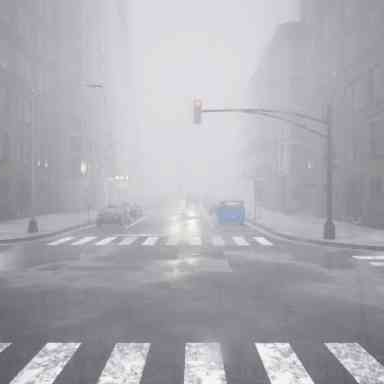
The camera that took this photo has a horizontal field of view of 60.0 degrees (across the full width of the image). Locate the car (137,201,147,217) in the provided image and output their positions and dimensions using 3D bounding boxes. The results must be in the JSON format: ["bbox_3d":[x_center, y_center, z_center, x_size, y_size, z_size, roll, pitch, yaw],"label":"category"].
[{"bbox_3d":[-5.389,1.543,28.837,1.887,1.381,4.507,0,0,0],"label":"car"}]

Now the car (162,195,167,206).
[{"bbox_3d":[-5.388,1.556,51.565,1.947,1.339,4.313,0,0,0],"label":"car"}]

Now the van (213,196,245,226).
[{"bbox_3d":[2.636,1.340,23.164,1.690,1.788,3.998,0,0,0],"label":"van"}]

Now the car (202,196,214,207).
[{"bbox_3d":[2.637,1.576,45.889,1.802,1.307,4.206,0,0,0],"label":"car"}]

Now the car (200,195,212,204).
[{"bbox_3d":[2.636,1.422,62.933,1.967,1.590,4.097,0,0,0],"label":"car"}]

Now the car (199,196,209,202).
[{"bbox_3d":[2.636,1.524,74.295,2.008,1.369,4.403,0,0,0],"label":"car"}]

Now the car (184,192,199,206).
[{"bbox_3d":[0.103,1.208,56.480,2.150,2.045,5.566,0,0,0],"label":"car"}]

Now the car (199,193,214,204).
[{"bbox_3d":[2.637,1.305,51.571,2.192,1.841,5.009,0,0,0],"label":"car"}]

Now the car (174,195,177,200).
[{"bbox_3d":[-5.389,1.409,79.973,1.967,1.590,4.097,0,0,0],"label":"car"}]

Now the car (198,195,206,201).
[{"bbox_3d":[2.636,1.530,85.658,1.947,1.339,4.313,0,0,0],"label":"car"}]

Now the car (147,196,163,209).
[{"bbox_3d":[-5.389,1.519,45.713,1.752,1.417,4.829,0,0,0],"label":"car"}]

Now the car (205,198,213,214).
[{"bbox_3d":[2.637,1.580,34.526,1.802,1.307,4.206,0,0,0],"label":"car"}]

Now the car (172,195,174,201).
[{"bbox_3d":[-5.389,1.292,68.610,2.192,1.841,5.009,0,0,0],"label":"car"}]

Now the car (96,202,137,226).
[{"bbox_3d":[-5.389,1.549,23.155,2.008,1.369,4.403,0,0,0],"label":"car"}]

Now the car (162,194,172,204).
[{"bbox_3d":[-5.389,1.547,62.928,1.947,1.339,4.313,0,0,0],"label":"car"}]
